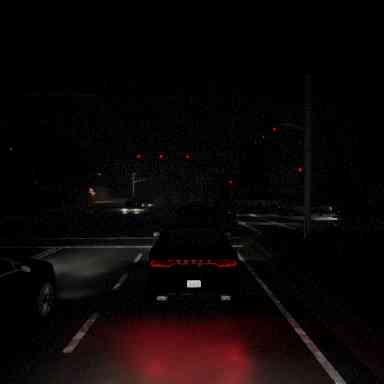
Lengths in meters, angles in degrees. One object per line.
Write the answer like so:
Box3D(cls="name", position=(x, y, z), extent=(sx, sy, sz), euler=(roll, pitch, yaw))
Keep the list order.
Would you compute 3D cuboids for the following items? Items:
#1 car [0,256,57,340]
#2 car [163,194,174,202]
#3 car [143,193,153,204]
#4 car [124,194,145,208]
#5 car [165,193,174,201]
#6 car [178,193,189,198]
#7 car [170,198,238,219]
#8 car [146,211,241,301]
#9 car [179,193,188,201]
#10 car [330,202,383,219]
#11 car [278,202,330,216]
Box3D(cls="car", position=(-3.468, 1.492, 4.386), extent=(2.128, 1.511, 4.902), euler=(0, 0, 0))
Box3D(cls="car", position=(-5.416, 1.533, 74.542), extent=(2.033, 1.411, 5.357), euler=(0, 0, -1))
Box3D(cls="car", position=(-8.680, 1.223, 63.717), extent=(2.150, 2.045, 5.566), euler=(0, 0, -1))
Box3D(cls="car", position=(-8.307, 1.477, 47.114), extent=(1.882, 1.535, 5.008), euler=(0, 0, -1))
Box3D(cls="car", position=(-5.689, 1.269, 85.147), extent=(2.097, 1.767, 4.553), euler=(0, 0, -1))
Box3D(cls="car", position=(-1.901, 1.225, 74.242), extent=(2.150, 2.045, 5.566), euler=(0, 0, -1))
Box3D(cls="car", position=(1.125, 1.491, 25.903), extent=(4.902, 1.511, 2.128), euler=(0, 0, 21))
Box3D(cls="car", position=(0.001, 1.478, 8.378), extent=(1.882, 1.535, 5.008), euler=(0, 0, -1))
Box3D(cls="car", position=(-2.183, 1.225, 84.975), extent=(2.150, 2.045, 5.566), euler=(0, 0, -1))
Box3D(cls="car", position=(14.761, 1.564, 28.959), extent=(4.181, 1.385, 1.994), euler=(0, 0, -2))
Box3D(cls="car", position=(10.865, 1.601, 32.348), extent=(4.718, 1.301, 1.895), euler=(0, 0, -2))
